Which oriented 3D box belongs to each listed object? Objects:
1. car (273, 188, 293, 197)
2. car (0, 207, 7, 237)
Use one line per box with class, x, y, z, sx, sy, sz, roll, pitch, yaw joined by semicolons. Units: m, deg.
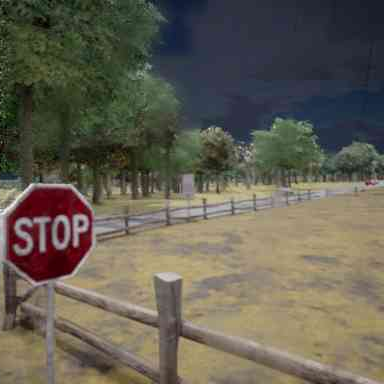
car;14.789;0.032;53.313;1.812;1.442;4.674;-1;2;36
car;-8.781;1.450;15.402;2.128;1.511;4.902;-1;1;36
